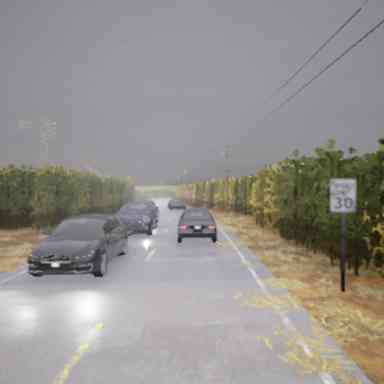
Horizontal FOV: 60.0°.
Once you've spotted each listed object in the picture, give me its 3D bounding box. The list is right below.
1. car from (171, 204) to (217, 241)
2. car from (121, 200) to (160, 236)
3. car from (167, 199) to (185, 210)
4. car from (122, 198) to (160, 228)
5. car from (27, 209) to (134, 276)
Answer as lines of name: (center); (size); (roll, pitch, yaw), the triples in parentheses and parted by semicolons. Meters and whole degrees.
car: (0.200, 1.535, 16.460); (2.033, 1.411, 5.357); (0, 0, -1)
car: (-3.081, 1.337, 18.357); (2.097, 1.767, 4.553); (0, 0, -1)
car: (-2.055, 1.532, 42.672); (1.994, 1.385, 4.181); (0, 0, -8)
car: (-3.376, 1.333, 22.899); (2.097, 1.767, 4.553); (0, 0, -2)
car: (-3.242, 1.497, 10.340); (1.837, 1.490, 4.892); (0, 0, 0)
